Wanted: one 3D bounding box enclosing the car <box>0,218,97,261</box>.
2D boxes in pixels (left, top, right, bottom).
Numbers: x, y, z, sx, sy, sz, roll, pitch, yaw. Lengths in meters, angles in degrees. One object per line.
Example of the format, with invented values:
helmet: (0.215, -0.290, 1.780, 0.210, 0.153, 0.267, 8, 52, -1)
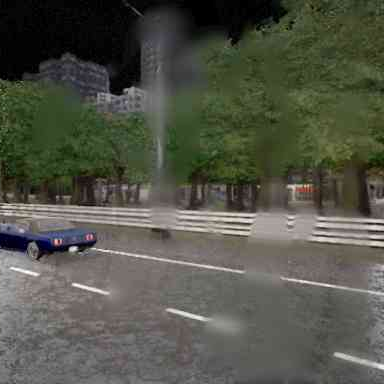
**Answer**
car: (-5.713, 1.593, 12.247, 4.718, 1.301, 1.895, 0, 0, 36)
